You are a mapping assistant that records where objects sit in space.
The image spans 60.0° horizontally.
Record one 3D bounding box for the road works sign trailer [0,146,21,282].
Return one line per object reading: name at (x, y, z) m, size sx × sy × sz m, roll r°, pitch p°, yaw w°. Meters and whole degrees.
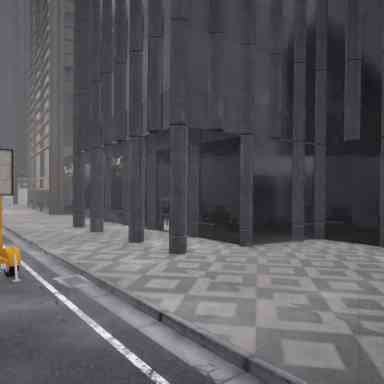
road works sign trailer at (-6.148, 0.503, 8.867) m, size 2.380 × 3.560 × 2.880 m, roll 0°, pitch 0°, yaw -42°
